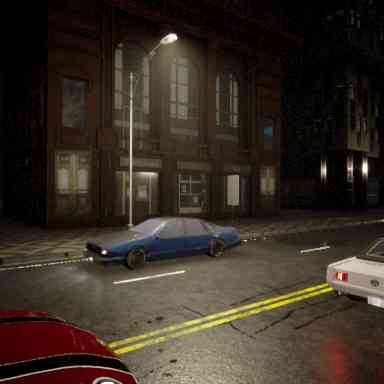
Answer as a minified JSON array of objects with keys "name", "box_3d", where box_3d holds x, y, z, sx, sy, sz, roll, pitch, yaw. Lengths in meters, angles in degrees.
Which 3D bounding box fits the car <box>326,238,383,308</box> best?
[{"name":"car","box_3d":[4.984,1.597,6.992,4.718,1.301,1.895,0,0,-35]}]

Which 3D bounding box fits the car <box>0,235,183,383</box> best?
[{"name":"car","box_3d":[-2.451,1.352,1.691,4.553,1.767,2.097,0,0,-36]}]

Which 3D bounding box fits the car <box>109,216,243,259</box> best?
[{"name":"car","box_3d":[-0.743,1.546,11.144,5.357,1.411,2.033,0,0,-36]}]
